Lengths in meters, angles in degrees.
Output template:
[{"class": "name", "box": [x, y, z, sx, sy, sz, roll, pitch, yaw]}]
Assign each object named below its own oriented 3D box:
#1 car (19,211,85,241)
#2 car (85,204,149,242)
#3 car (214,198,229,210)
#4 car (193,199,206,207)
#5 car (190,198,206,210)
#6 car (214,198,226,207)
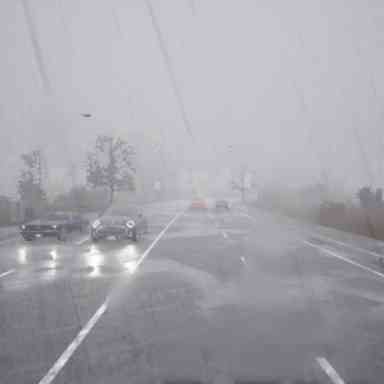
[{"class": "car", "box": [-6.998, 1.694, 17.432, 1.895, 1.301, 4.718, 0, 0, 1]}, {"class": "car", "box": [-3.508, 1.442, 16.867, 2.097, 1.767, 4.553, 0, 0, 1]}, {"class": "car", "box": [4.289, 1.763, 48.199, 1.837, 1.490, 4.892, 0, 0, 3]}, {"class": "car", "box": [1.409, 1.878, 58.671, 1.994, 1.385, 4.181, 0, 0, 4]}, {"class": "car", "box": [0.811, 1.613, 48.719, 2.097, 1.767, 4.553, 0, 0, 3]}, {"class": "car", "box": [4.899, 1.804, 58.413, 2.128, 1.511, 4.902, 0, 0, 4]}]
